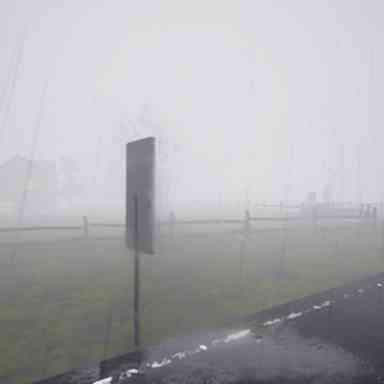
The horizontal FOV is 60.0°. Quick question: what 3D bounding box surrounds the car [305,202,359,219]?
[{"bbox_3d":[12.419,1.611,30.001,2.033,1.411,5.357,0,-1,-15],"label":"car"}]
